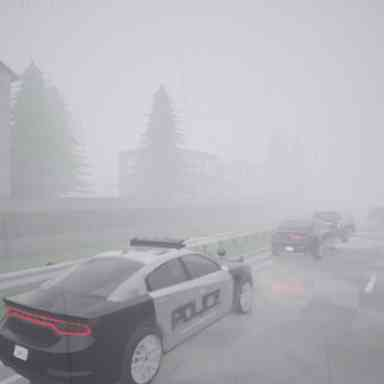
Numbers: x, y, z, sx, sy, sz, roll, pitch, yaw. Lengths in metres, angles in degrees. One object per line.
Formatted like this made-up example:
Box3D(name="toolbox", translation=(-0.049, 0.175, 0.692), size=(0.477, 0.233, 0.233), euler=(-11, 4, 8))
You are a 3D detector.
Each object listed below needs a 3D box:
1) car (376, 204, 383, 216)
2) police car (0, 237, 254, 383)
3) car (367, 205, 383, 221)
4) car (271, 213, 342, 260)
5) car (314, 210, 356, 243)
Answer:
Box3D(name="car", translation=(27.081, 2.492, 46.693), size=(1.882, 1.535, 5.008), euler=(-2, -2, 33))
Box3D(name="police car", translation=(-0.500, 1.620, 5.877), size=(1.930, 1.638, 5.238), euler=(-2, -2, 33))
Box3D(name="car", translation=(19.895, 2.276, 35.504), size=(2.128, 1.511, 4.902), euler=(-2, -2, 33))
Box3D(name="car", translation=(4.861, 1.871, 14.184), size=(1.837, 1.490, 4.892), euler=(-2, -2, 33))
Box3D(name="car", translation=(8.095, 1.819, 19.205), size=(2.097, 1.767, 4.553), euler=(-2, -2, 33))
